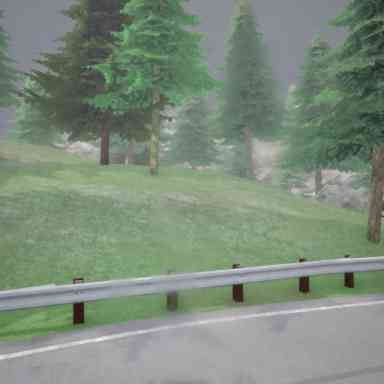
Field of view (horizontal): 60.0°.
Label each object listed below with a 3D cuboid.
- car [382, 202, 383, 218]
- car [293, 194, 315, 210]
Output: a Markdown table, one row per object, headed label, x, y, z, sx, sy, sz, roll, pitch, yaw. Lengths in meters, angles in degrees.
| label | x | y | z | sx | sy | sz | roll | pitch | yaw |
| --- | --- | --- | --- | --- | --- | --- | --- | --- | --- |
| car | 17.619 | 1.366 | 27.165 | 2.097 | 1.767 | 4.553 | 0 | 0 | -15 |
| car | 14.222 | 1.231 | 39.597 | 2.150 | 2.045 | 5.566 | 0 | 1 | -17 |
